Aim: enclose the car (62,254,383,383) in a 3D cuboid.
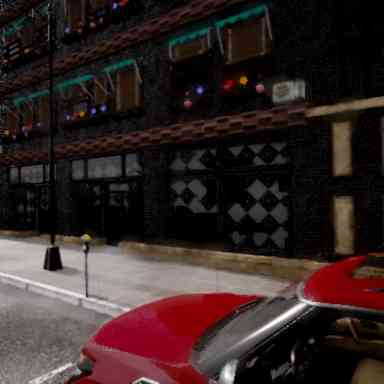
[{"bbox_3d":[1.378,1.315,1.908,5.009,1.841,2.192,0,-1,36],"label":"car"}]
